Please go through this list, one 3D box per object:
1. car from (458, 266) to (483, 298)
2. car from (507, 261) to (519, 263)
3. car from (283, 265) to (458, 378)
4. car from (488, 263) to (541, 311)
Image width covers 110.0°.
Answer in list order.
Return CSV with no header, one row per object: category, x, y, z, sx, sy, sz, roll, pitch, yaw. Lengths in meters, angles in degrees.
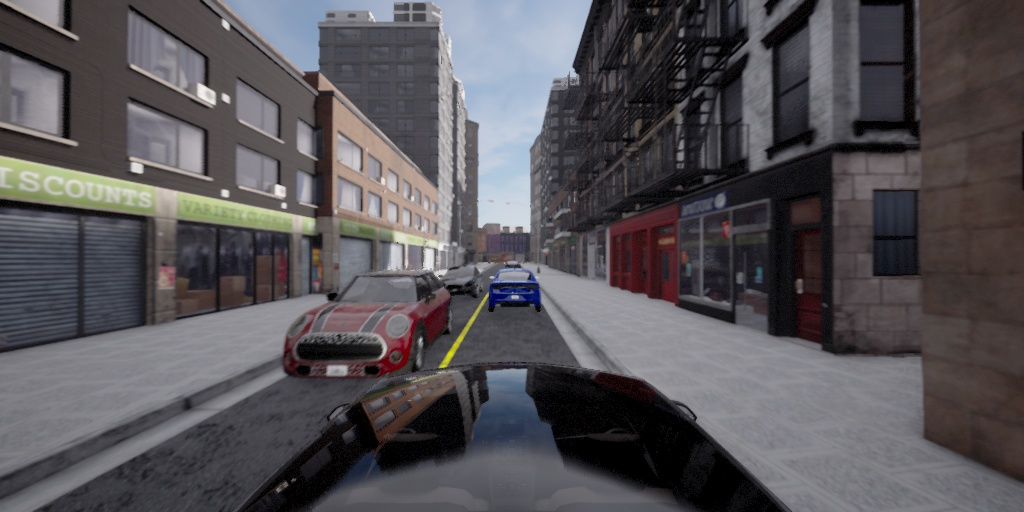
car,-2.538,1.265,18.466,1.837,1.490,4.892,0,0,1
car,0.105,1.264,41.023,1.882,1.535,5.008,0,0,0
car,-2.590,1.104,7.557,2.097,1.767,4.553,0,0,0
car,0.101,1.235,14.544,1.882,1.535,5.008,0,0,0
